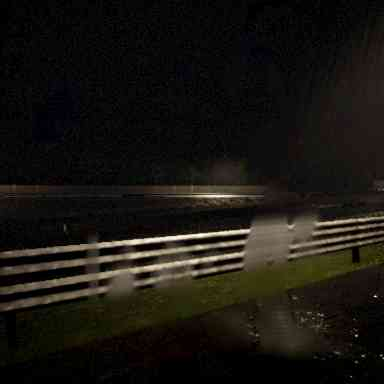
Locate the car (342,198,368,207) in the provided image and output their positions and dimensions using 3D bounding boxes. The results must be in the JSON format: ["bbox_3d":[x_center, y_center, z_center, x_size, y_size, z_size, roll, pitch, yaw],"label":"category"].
[{"bbox_3d":[26.686,1.747,54.366,4.553,1.767,2.097,-3,2,-29],"label":"car"}]
